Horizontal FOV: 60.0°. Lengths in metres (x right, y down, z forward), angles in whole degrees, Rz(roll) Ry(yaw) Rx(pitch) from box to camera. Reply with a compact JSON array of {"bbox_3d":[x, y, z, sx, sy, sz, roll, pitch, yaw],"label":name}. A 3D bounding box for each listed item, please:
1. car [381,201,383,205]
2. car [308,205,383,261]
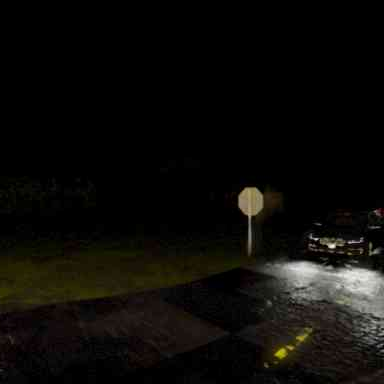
[{"bbox_3d":[12.335,1.205,20.075,2.097,1.767,4.553,0,0,40],"label":"car"},{"bbox_3d":[5.849,1.429,12.283,1.837,1.490,4.892,0,0,38],"label":"car"}]
